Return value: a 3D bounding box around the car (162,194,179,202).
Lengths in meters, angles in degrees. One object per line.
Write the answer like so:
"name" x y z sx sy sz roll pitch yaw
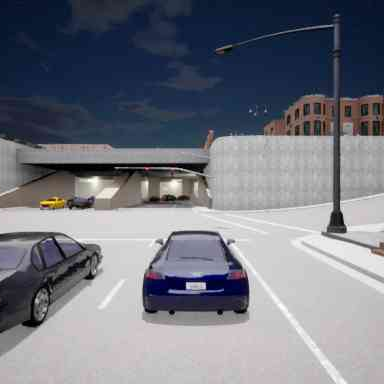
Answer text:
"car" -4.773 1.355 75.163 2.097 1.767 4.553 0 0 6

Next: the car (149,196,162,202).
"car" -8.292 1.540 74.870 2.033 1.411 5.357 0 0 6

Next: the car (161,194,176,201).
"car" -5.952 1.355 84.921 2.097 1.767 4.553 0 0 24

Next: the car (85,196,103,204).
"car" -18.738 1.491 63.612 2.128 1.511 4.902 0 0 -1

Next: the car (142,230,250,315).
"car" 0.075 1.564 7.653 1.994 1.385 4.181 0 0 0

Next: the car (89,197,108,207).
"car" -15.040 1.525 53.734 1.812 1.442 4.674 0 0 -1

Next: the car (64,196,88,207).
"car" -18.532 1.491 53.346 2.128 1.511 4.902 0 0 -1

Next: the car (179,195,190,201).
"car" -2.146 1.524 84.959 1.812 1.442 4.674 0 0 28

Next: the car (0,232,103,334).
"car" -3.426 1.547 6.955 2.033 1.411 5.357 0 0 0

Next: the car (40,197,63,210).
"car" -18.298 1.477 43.877 1.882 1.535 5.008 0 0 -1

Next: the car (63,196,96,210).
"car" -14.809 1.547 44.280 2.033 1.411 5.357 0 0 -1
